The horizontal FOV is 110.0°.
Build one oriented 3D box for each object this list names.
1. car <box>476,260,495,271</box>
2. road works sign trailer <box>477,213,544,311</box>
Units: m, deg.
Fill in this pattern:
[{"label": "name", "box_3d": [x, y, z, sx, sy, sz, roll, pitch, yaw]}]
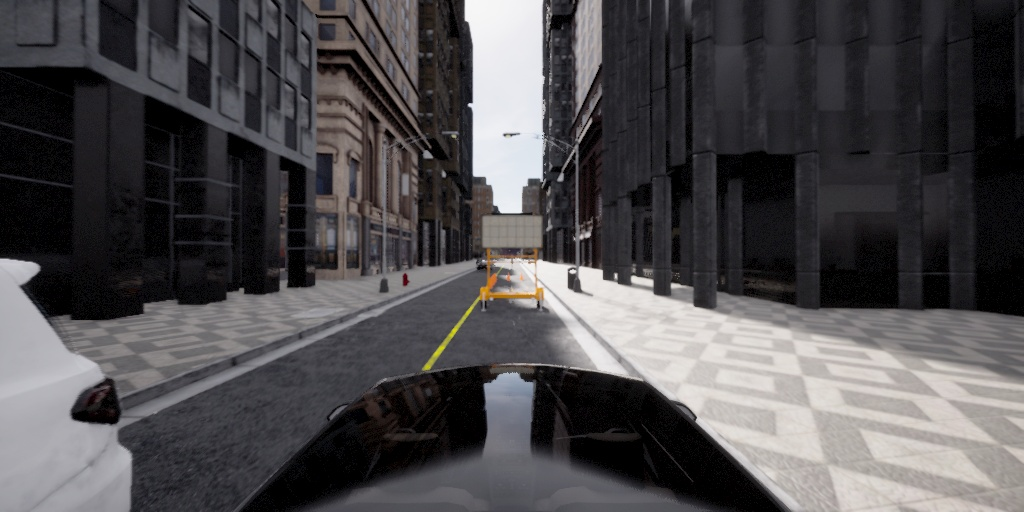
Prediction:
[{"label": "car", "box_3d": [-3.062, 1.091, 42.075, 1.895, 1.301, 4.718, 0, 0, 0]}, {"label": "road works sign trailer", "box_3d": [0.009, 0.130, 13.917, 2.380, 3.560, 2.880, 0, 0, 0]}]
